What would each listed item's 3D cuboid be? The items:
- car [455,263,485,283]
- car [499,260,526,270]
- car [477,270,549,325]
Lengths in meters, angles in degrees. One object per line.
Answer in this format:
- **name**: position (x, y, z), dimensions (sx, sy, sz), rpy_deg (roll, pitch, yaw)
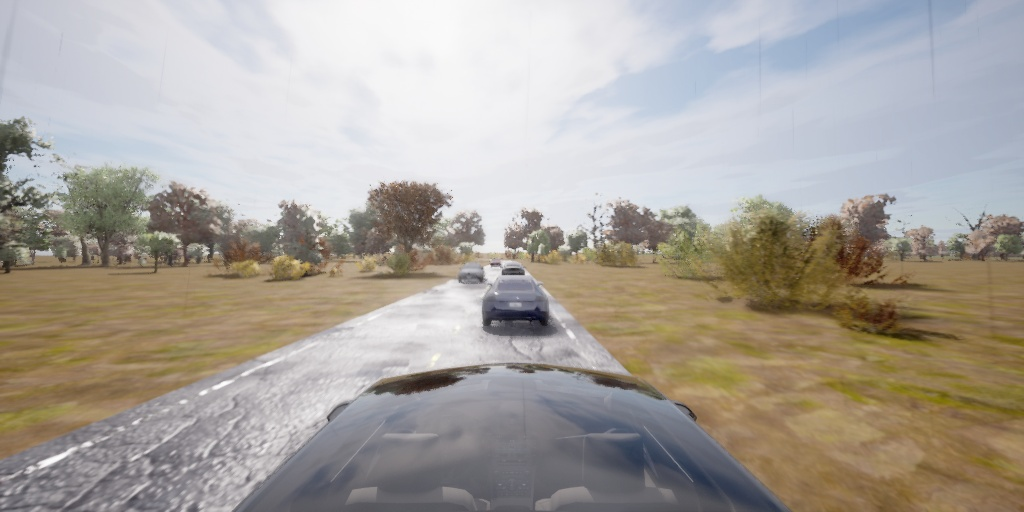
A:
- **car**: position (-3.088, 1.279, 28.104), dimensions (1.812, 1.442, 4.674), rpy_deg (0, 0, 0)
- **car**: position (0.098, 1.258, 29.503), dimensions (1.837, 1.490, 4.892), rpy_deg (0, 0, 0)
- **car**: position (0.099, 1.317, 11.867), dimensions (1.994, 1.385, 4.181), rpy_deg (0, 0, 0)
